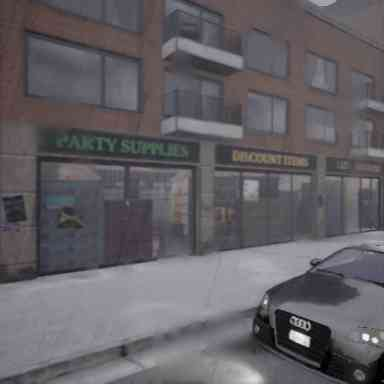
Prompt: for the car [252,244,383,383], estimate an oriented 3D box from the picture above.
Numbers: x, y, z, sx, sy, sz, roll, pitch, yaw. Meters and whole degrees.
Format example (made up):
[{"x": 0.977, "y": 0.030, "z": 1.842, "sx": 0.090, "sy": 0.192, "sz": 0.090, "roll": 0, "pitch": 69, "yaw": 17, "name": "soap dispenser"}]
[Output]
[{"x": 2.913, "y": 1.568, "z": 5.143, "sx": 4.181, "sy": 1.385, "sz": 1.994, "roll": 0, "pitch": 0, "yaw": -35, "name": "car"}]
